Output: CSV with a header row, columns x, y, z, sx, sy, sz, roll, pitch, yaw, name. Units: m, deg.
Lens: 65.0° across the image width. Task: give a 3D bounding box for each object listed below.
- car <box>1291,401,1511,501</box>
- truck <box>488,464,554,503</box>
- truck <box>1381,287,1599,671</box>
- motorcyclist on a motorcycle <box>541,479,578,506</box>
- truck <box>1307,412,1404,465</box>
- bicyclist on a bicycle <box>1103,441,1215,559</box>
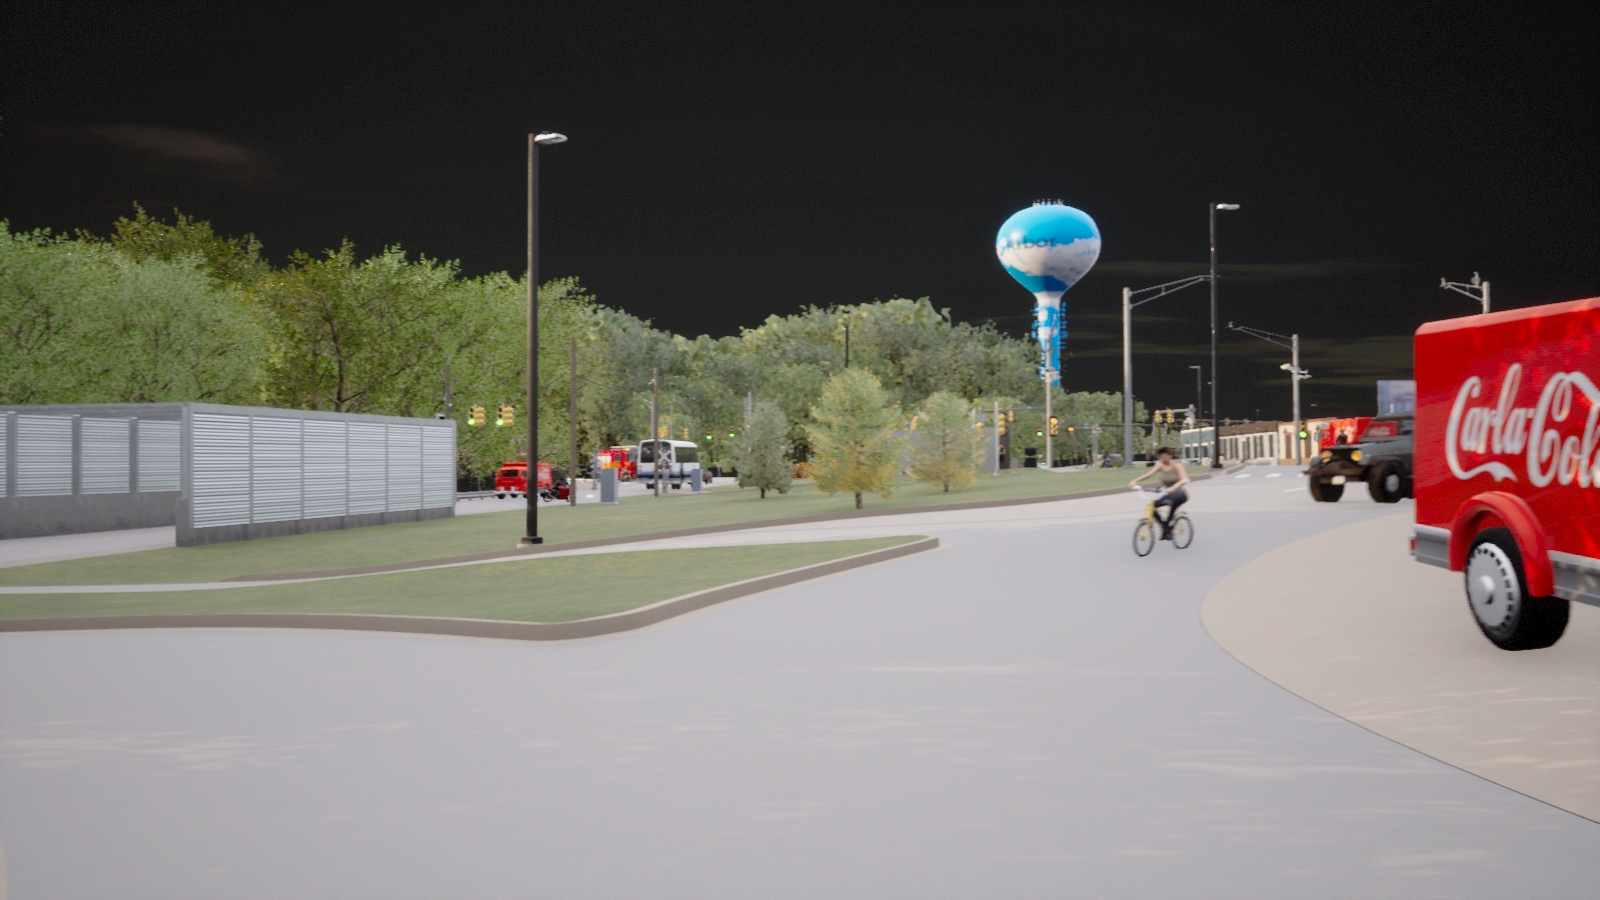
x,y,z,sx,sy,sz,roll,pitch,yaw,name
12.444,0.022,26.044,3.866,1.878,1.905,-2,-1,-21,car
-18.958,2.230,85.495,2.627,2.467,5.204,-1,0,9,truck
6.378,0.065,8.196,2.627,2.467,5.204,-6,2,1,truck
-14.147,2.476,73.917,2.044,1.523,0.797,-1,0,-22,motorcyclist on a motorcycle
28.718,-0.541,65.158,2.627,2.467,5.204,-1,-2,0,truck
5.432,0.715,18.953,1.509,1.612,0.866,-5,4,-39,bicyclist on a bicycle
